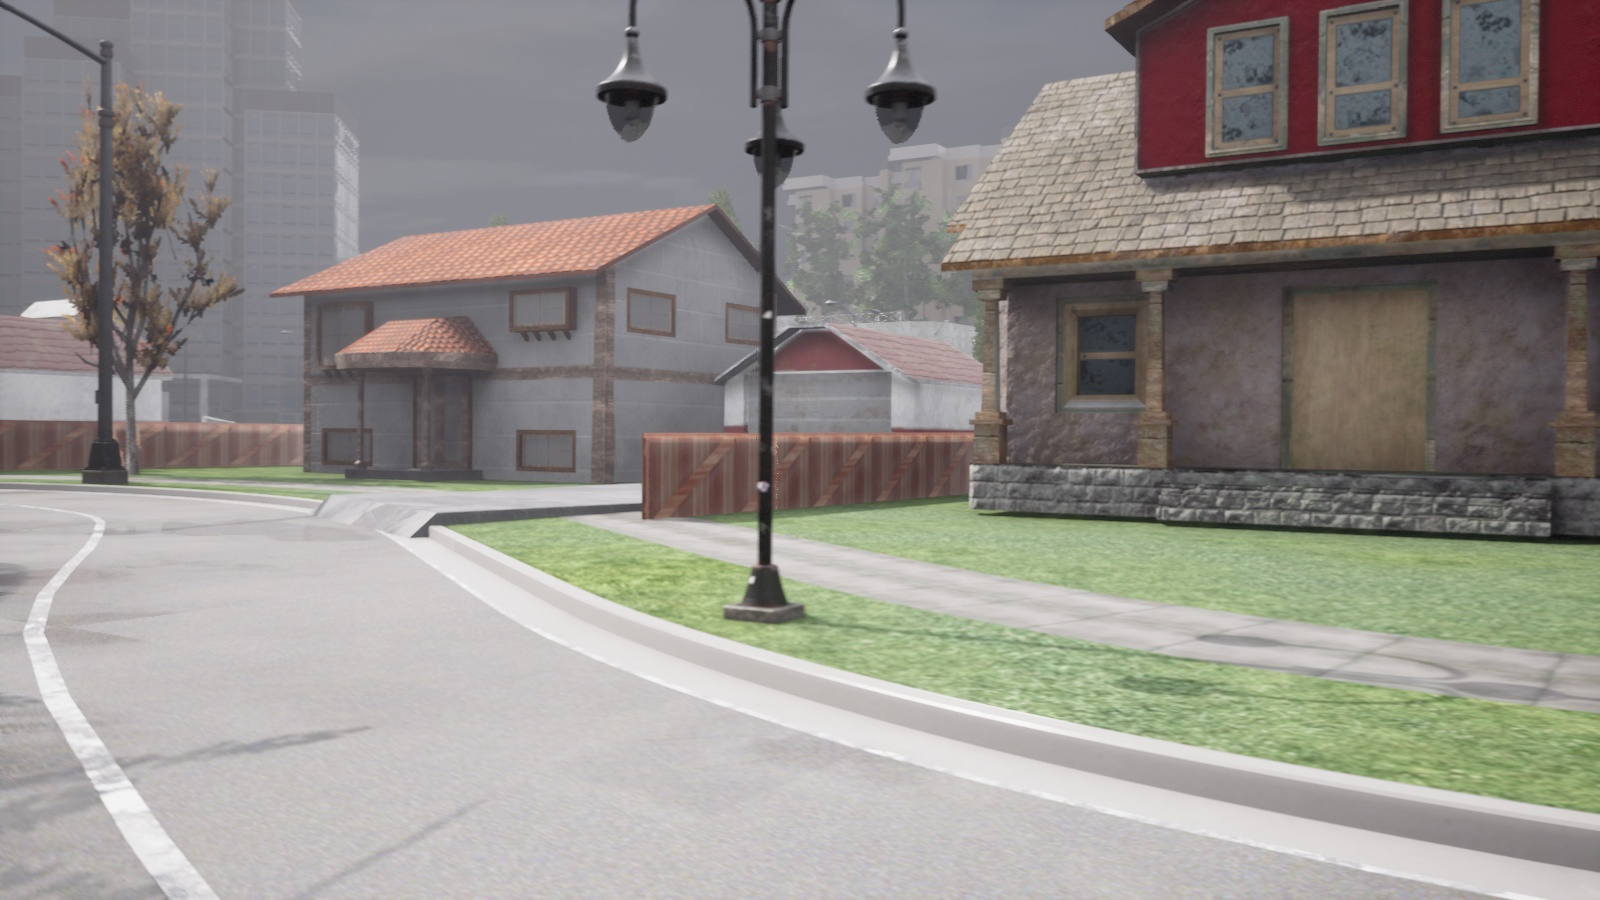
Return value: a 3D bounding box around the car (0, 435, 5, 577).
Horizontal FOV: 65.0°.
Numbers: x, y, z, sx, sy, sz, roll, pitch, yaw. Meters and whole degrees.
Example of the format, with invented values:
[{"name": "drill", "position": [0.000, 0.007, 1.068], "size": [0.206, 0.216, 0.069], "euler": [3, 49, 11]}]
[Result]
[{"name": "car", "position": [-8.947, 0.636, 12.019], "size": [1.789, 1.549, 3.705], "euler": [-1, 1, -25]}]
